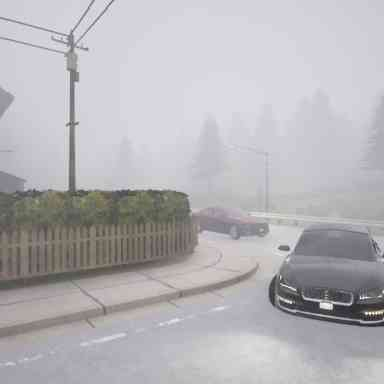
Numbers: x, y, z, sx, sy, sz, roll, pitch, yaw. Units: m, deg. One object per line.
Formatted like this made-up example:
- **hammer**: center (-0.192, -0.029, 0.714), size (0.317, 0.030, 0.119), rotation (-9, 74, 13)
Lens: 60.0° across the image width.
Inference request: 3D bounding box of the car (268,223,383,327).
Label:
- **car**: center (3.150, 1.504, 7.292), size (1.837, 1.490, 4.892), rotation (0, 0, 27)

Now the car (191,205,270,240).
- **car**: center (1.851, 1.477, 17.428), size (1.882, 1.535, 5.008), rotation (0, 0, -33)
